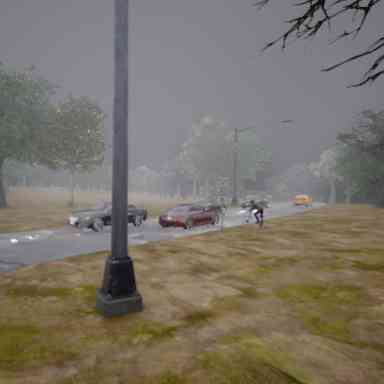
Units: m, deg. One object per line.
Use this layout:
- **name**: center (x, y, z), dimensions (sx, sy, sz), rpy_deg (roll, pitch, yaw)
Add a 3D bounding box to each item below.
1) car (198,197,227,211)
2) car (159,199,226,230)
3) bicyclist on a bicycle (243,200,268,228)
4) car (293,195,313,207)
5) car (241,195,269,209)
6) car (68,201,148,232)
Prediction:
- **car**: center (1.180, 1.180, 27.297), dimensions (1.837, 1.490, 4.892), rpy_deg (1, 2, 33)
- **car**: center (-0.056, 1.393, 19.982), dimensions (1.994, 1.385, 4.181), rpy_deg (2, 2, 37)
- **bicyclist on a bicycle**: center (3.728, 1.297, 19.685), dimensions (1.656, 1.620, 0.582), rpy_deg (0, 0, 36)
- **car**: center (14.439, 1.102, 43.272), dimensions (1.882, 1.535, 5.008), rpy_deg (1, 1, 28)
- **car**: center (6.908, 1.072, 36.268), dimensions (1.837, 1.490, 4.892), rpy_deg (1, 1, 31)
- **car**: center (-4.715, 1.295, 19.152), dimensions (2.128, 1.511, 4.902), rpy_deg (2, 2, 37)
